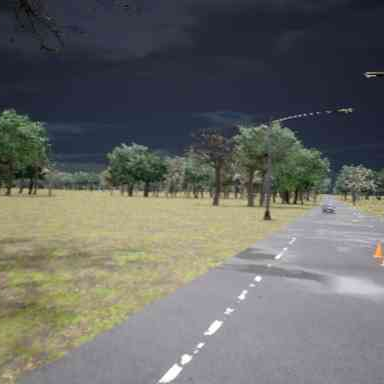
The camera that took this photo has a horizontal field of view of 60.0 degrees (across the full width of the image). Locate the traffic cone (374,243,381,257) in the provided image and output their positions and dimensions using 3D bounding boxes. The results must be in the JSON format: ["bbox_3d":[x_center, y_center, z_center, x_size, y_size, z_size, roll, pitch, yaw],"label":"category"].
[{"bbox_3d":[7.841,2.433,13.937,0.340,0.580,0.340,3,0,22],"label":"traffic cone"}]

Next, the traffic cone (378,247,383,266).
[{"bbox_3d":[7.082,2.386,12.087,0.340,0.580,0.340,3,0,22],"label":"traffic cone"}]

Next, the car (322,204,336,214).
[{"bbox_3d":[22.721,2.830,55.402,1.837,1.490,4.892,3,0,22],"label":"car"}]
